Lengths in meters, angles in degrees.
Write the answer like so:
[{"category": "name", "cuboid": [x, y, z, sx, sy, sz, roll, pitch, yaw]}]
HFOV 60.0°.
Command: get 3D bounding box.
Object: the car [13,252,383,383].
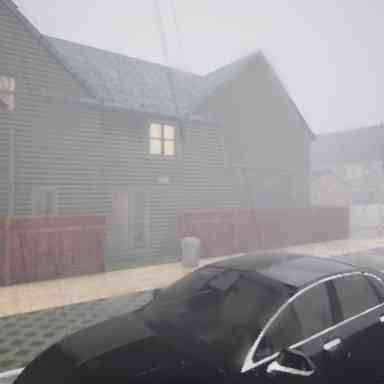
[{"category": "car", "cuboid": [0.749, 1.522, 3.604, 4.892, 1.490, 1.837, 1, 0, -35]}]
